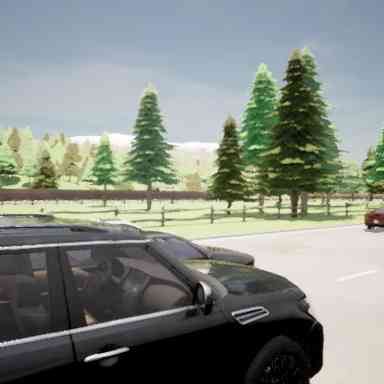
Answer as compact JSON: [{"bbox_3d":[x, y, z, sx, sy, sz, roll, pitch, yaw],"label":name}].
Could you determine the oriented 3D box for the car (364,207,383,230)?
[{"bbox_3d":[13.302,1.698,21.833,5.008,1.535,1.882,1,0,-35],"label":"car"}]

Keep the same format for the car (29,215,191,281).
[{"bbox_3d":[-2.464,1.564,10.587,4.674,1.442,1.812,1,0,-35],"label":"car"}]

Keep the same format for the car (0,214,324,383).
[{"bbox_3d":[-1.223,1.227,2.874,5.566,2.045,2.150,1,0,-35],"label":"car"}]

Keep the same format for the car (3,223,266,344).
[{"bbox_3d":[-0.986,1.579,7.343,5.357,1.411,2.033,1,0,-36],"label":"car"}]
